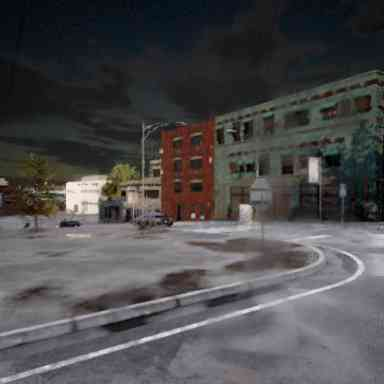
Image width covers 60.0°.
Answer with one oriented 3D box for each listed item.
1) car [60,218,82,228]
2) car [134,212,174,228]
[{"bbox_3d":[-17.844,4.557,48.684,2.033,1.411,5.357,0,-5,-36],"label":"car"},{"bbox_3d":[-3.358,2.405,29.000,1.994,1.385,4.181,0,-5,-37],"label":"car"}]
